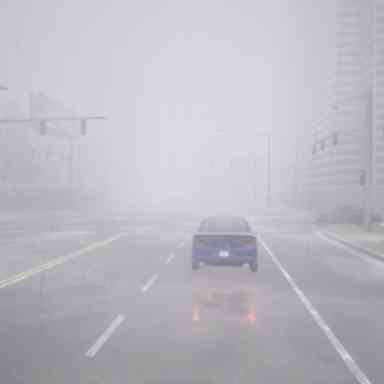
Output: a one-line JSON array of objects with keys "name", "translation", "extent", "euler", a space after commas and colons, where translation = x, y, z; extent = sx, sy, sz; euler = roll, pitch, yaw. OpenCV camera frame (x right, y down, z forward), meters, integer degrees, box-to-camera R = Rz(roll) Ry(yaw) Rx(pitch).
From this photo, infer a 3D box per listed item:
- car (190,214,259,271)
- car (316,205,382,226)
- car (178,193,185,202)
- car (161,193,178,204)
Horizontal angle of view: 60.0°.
[{"name": "car", "translation": [1.085, 1.479, 11.027], "extent": [1.882, 1.535, 5.008], "euler": [0, -1, 6]}, {"name": "car", "translation": [11.028, 1.612, 23.566], "extent": [4.181, 1.385, 1.994], "euler": [0, 0, -2]}, {"name": "car", "translation": [-2.838, 1.480, 77.104], "extent": [1.812, 1.442, 4.674], "euler": [0, 0, 6]}, {"name": "car", "translation": [-4.434, 1.458, 61.700], "extent": [1.837, 1.490, 4.892], "euler": [0, 0, 6]}]
